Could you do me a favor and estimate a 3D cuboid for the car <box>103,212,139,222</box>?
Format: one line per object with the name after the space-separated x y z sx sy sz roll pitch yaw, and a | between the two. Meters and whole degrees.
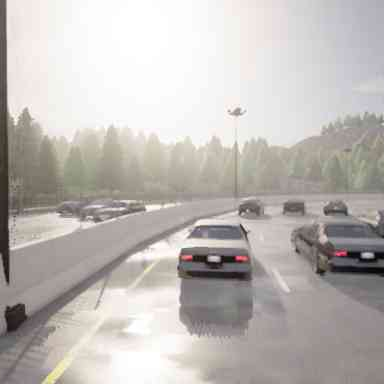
-4.476 1.282 21.236 2.128 1.511 4.902 0 1 13 | car

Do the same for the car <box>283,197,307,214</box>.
9.718 1.245 31.446 1.882 1.535 5.008 0 1 20 | car

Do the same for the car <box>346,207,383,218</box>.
8.694 1.472 14.922 1.994 1.385 4.181 0 0 10 | car

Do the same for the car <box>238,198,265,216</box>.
5.351 1.268 29.646 1.837 1.490 4.892 0 0 18 | car

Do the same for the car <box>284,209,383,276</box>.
4.335 1.478 10.109 2.033 1.411 5.357 0 1 7 | car

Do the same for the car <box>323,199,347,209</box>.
13.230 1.354 30.814 1.994 1.385 4.181 0 1 21 | car

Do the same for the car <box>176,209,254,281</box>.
0.766 1.465 9.651 2.033 1.411 5.357 0 1 7 | car
